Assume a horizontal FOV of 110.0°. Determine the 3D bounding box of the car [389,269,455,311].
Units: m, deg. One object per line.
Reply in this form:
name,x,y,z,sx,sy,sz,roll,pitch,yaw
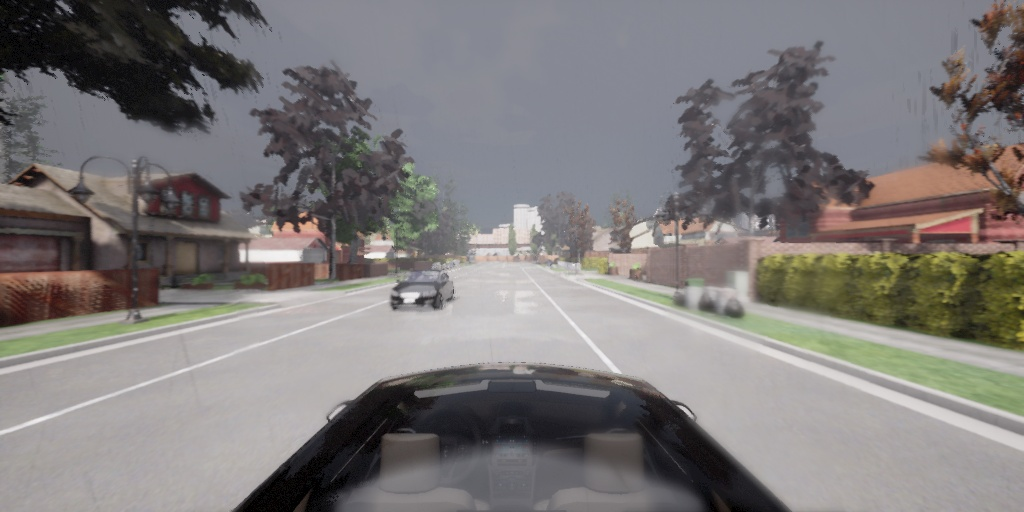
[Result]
car,-3.603,1.322,15.093,2.128,1.511,4.902,0,0,0
